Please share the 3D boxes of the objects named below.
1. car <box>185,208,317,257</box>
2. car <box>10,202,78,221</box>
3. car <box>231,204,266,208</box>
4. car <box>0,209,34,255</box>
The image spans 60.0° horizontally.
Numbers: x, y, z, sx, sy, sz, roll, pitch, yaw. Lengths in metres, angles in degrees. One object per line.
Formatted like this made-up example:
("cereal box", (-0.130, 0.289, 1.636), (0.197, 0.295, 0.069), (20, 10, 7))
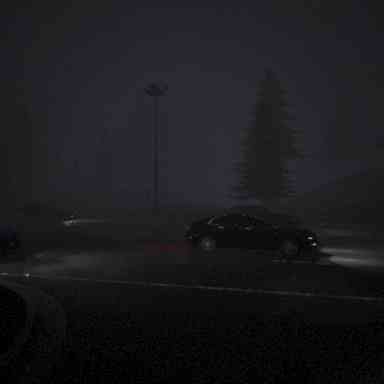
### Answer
("car", (2.162, 1.508, 12.668), (4.892, 1.490, 1.837), (0, 0, 13))
("car", (-12.019, 1.548, 26.777), (5.357, 1.411, 2.033), (0, 0, 13))
("car", (3.696, 1.483, 19.499), (5.008, 1.535, 1.882), (0, 0, 13))
("car", (-8.378, 1.476, 11.544), (5.008, 1.535, 1.882), (0, 0, 13))
